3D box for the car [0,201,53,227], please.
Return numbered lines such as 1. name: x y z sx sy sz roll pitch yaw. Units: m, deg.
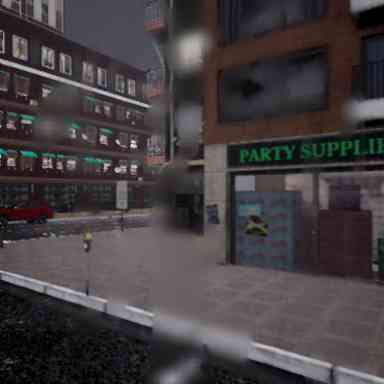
1. car: -13.285 1.595 25.579 2.192 1.841 5.009 -1 -2 35
